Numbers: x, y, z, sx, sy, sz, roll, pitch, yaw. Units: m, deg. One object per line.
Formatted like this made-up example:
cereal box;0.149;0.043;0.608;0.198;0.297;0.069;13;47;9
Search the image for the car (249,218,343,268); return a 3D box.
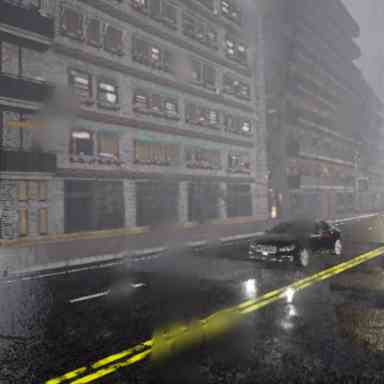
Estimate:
car;4.039;1.770;12.478;1.837;1.490;4.892;-2;-3;44
